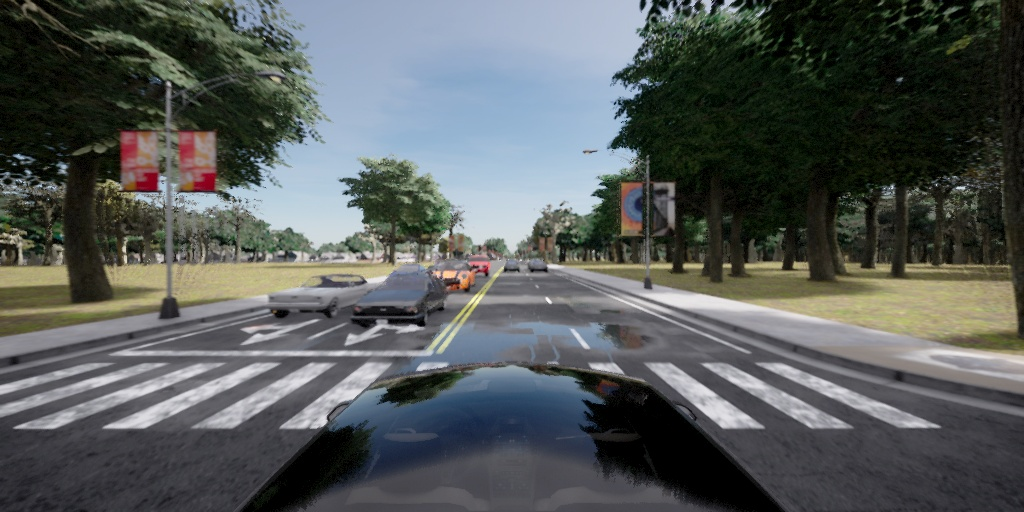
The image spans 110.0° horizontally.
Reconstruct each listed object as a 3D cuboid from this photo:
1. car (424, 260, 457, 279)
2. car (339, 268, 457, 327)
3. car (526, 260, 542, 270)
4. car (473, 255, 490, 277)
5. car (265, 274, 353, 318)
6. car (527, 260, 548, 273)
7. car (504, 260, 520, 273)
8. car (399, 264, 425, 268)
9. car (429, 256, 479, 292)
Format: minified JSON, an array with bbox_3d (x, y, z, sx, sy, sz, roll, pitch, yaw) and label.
[{"bbox_3d":[-6.586,1.208,33.706,2.128,1.511,4.902,0,0,0],"label":"car"},{"bbox_3d":[-3.320,1.285,11.769,2.033,1.411,5.357,0,0,0],"label":"car"},{"bbox_3d":[3.251,1.270,53.816,2.033,1.411,5.357,0,0,0],"label":"car"},{"bbox_3d":[-3.338,0.936,35.941,2.150,2.045,5.566,0,0,0],"label":"car"},{"bbox_3d":[-6.581,1.337,13.056,1.895,1.301,4.718,0,0,0],"label":"car"},{"bbox_3d":[3.250,1.281,43.807,1.994,1.385,4.181,0,0,0],"label":"car"},{"bbox_3d":[0.000,1.281,43.773,1.994,1.385,4.181,0,0,0],"label":"car"},{"bbox_3d":[-6.576,1.250,23.322,1.812,1.442,4.674,0,0,0],"label":"car"},{"bbox_3d":[-3.337,1.079,21.101,2.097,1.767,4.553,0,0,0],"label":"car"}]
